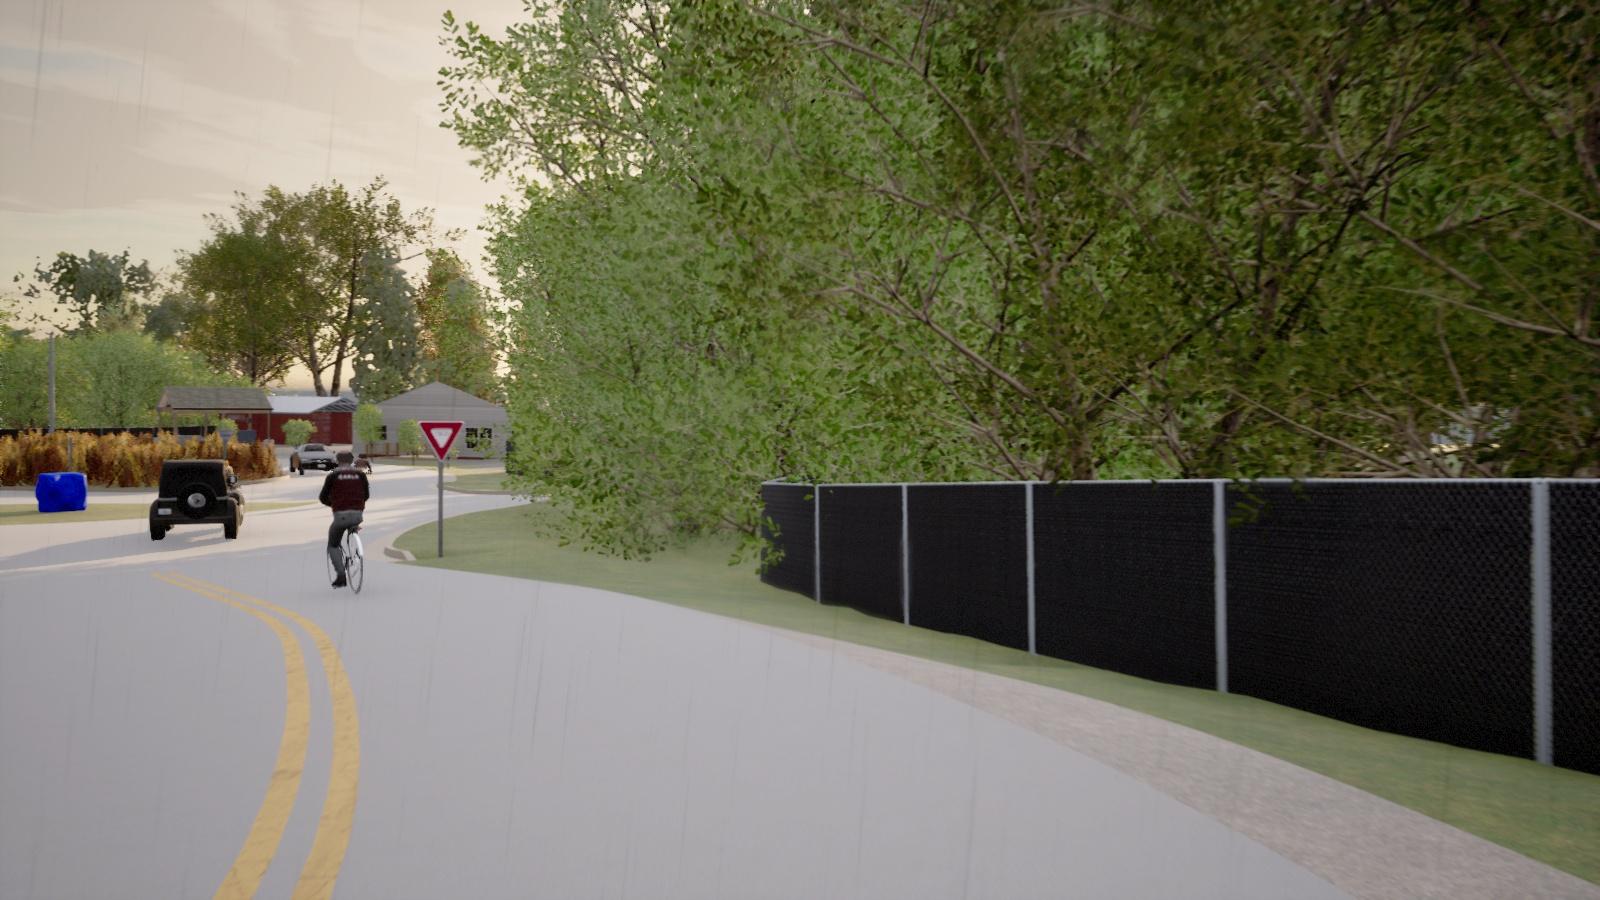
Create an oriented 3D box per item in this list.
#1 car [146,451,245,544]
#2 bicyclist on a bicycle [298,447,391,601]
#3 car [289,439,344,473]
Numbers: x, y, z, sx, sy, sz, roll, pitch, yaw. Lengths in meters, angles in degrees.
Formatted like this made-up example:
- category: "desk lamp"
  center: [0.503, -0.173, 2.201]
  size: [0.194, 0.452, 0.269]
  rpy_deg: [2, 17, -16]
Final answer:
- category: "car"
  center: [-14.679, 1.087, 30.674]
  size: [1.905, 1.878, 3.866]
  rpy_deg: [0, 3, -22]
- category: "bicyclist on a bicycle"
  center: [-5.667, 0.894, 15.561]
  size: [0.659, 1.776, 1.843]
  rpy_deg: [-1, -2, -32]
- category: "car"
  center: [-26.754, 0.289, 69.392]
  size: [2.152, 1.651, 5.027]
  rpy_deg: [-1, 2, -29]
